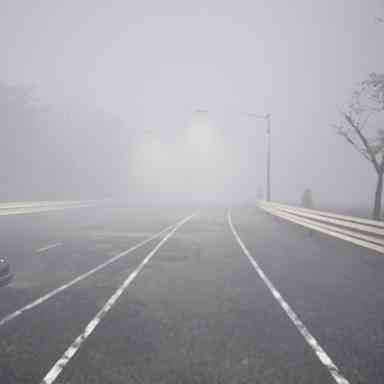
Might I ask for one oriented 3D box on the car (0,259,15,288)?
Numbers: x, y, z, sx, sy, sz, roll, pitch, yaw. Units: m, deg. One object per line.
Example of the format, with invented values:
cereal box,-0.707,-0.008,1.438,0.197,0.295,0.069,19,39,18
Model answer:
car,-5.150,1.545,4.990,2.033,1.411,5.357,0,0,7
